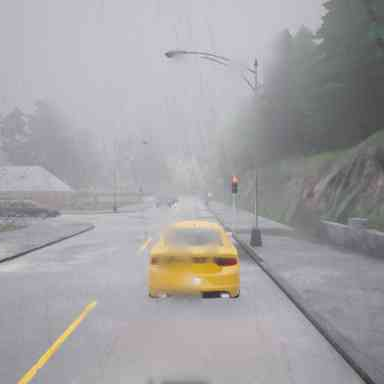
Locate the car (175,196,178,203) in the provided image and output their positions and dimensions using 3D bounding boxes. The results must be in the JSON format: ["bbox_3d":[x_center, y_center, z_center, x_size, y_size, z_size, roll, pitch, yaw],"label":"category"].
[{"bbox_3d":[-4.035,1.564,58.817,1.994,1.385,4.181,0,0,0],"label":"car"}]

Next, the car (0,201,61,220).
[{"bbox_3d":[-13.428,1.505,27.661,4.892,1.490,1.837,0,0,0],"label":"car"}]

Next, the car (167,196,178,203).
[{"bbox_3d":[-3.956,1.564,68.827,1.994,1.385,4.181,0,0,0],"label":"car"}]

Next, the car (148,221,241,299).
[{"bbox_3d":[0.059,1.478,8.532,1.882,1.535,5.008,0,0,1],"label":"car"}]

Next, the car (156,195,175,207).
[{"bbox_3d":[-4.060,1.352,49.499,2.097,1.767,4.553,0,0,0],"label":"car"}]
